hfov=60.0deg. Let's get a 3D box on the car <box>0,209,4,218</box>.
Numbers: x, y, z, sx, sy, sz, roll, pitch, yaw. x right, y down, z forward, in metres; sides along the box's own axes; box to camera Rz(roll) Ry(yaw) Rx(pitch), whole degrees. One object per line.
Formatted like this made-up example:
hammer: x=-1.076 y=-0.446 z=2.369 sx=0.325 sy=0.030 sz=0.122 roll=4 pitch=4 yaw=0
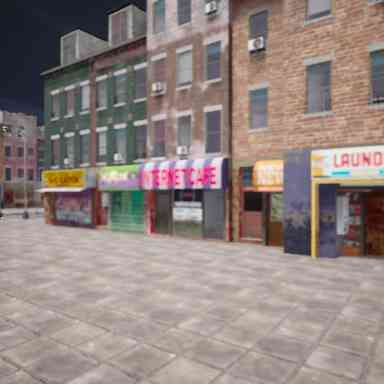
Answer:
car: x=-17.408 y=1.587 z=25.995 sx=1.837 sy=1.490 sz=4.892 roll=0 pitch=0 yaw=35
